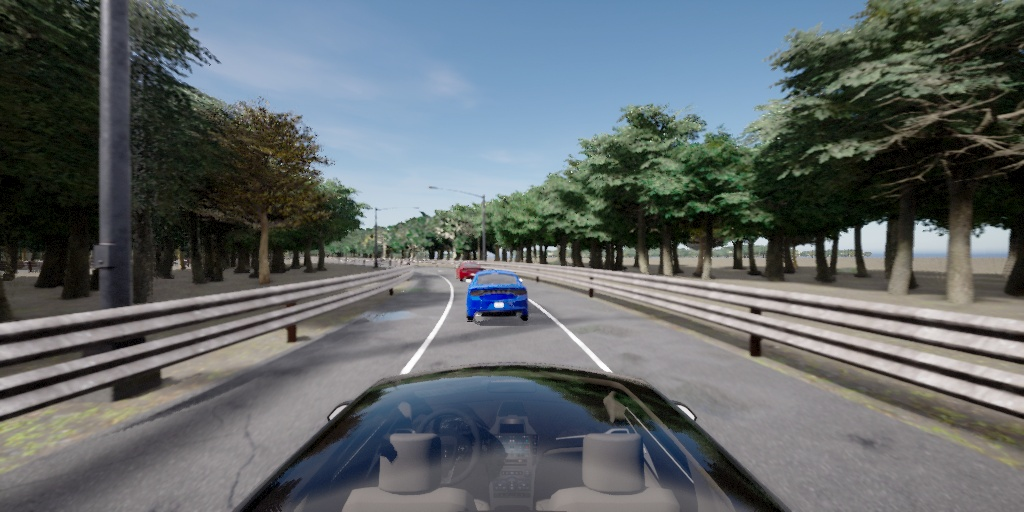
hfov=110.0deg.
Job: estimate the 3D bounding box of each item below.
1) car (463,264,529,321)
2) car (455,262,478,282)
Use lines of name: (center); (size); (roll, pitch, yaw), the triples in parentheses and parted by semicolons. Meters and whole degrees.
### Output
car: (-0.599, 1.229, 12.583); (1.882, 1.535, 5.008); (0, 0, -5)
car: (-3.576, 1.248, 29.649); (1.882, 1.535, 5.008); (0, 0, -14)
